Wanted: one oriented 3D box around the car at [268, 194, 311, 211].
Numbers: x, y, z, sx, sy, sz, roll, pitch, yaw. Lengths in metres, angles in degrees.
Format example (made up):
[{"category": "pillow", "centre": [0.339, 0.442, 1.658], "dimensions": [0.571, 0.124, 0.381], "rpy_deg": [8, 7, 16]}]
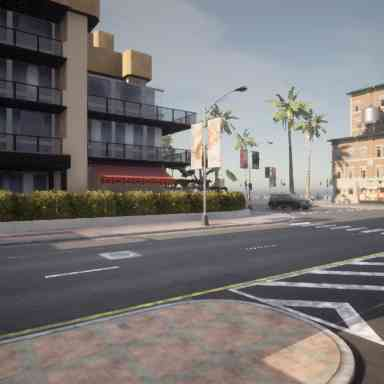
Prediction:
[{"category": "car", "centre": [12.043, 1.222, 41.386], "dimensions": [2.150, 2.045, 5.566], "rpy_deg": [0, 0, -35]}]
